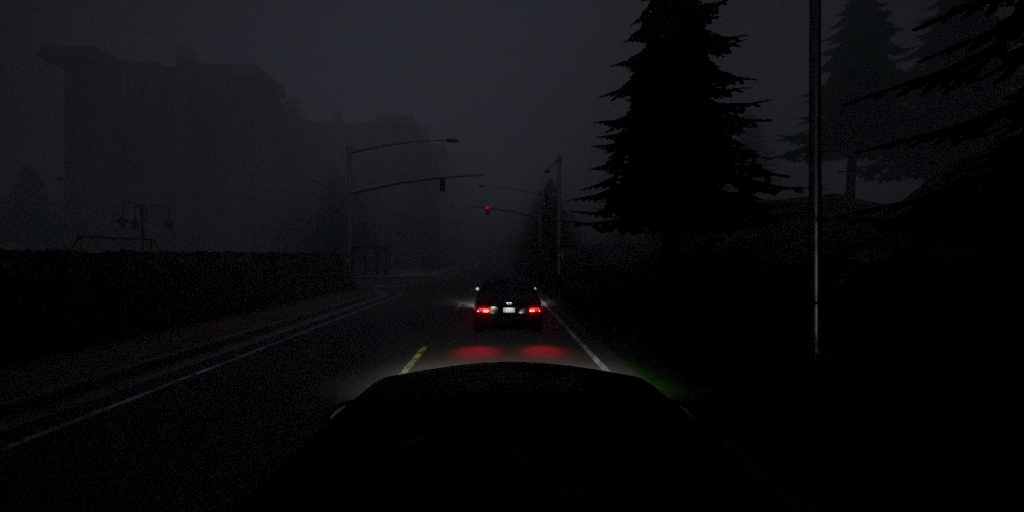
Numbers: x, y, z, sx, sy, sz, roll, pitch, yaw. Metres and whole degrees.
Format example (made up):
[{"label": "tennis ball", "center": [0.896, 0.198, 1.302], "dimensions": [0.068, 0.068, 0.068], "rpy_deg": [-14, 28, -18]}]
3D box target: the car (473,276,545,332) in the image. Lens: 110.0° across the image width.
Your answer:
[{"label": "car", "center": [-0.158, 1.297, 10.817], "dimensions": [2.033, 1.411, 5.357], "rpy_deg": [0, 0, -2]}]
